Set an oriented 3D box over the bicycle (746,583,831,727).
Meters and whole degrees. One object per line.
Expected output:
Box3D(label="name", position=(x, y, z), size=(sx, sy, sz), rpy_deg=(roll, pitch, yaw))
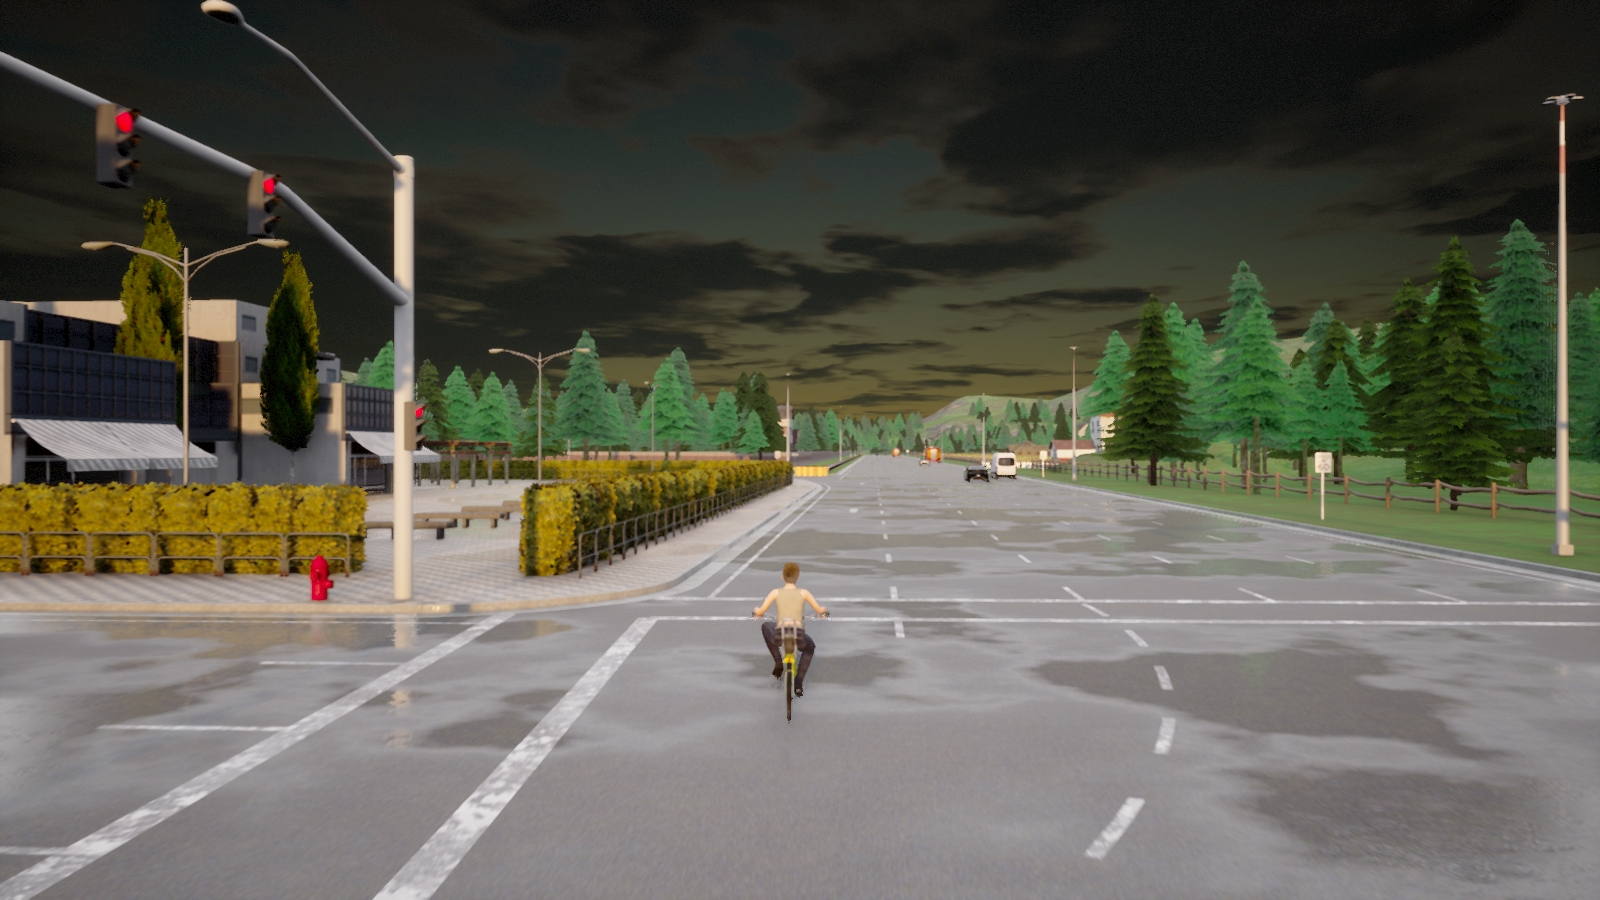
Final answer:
Box3D(label="bicycle", position=(-0.105, 2.161, 12.295), size=(0.859, 1.276, 1.487), rpy_deg=(0, 0, 1))
